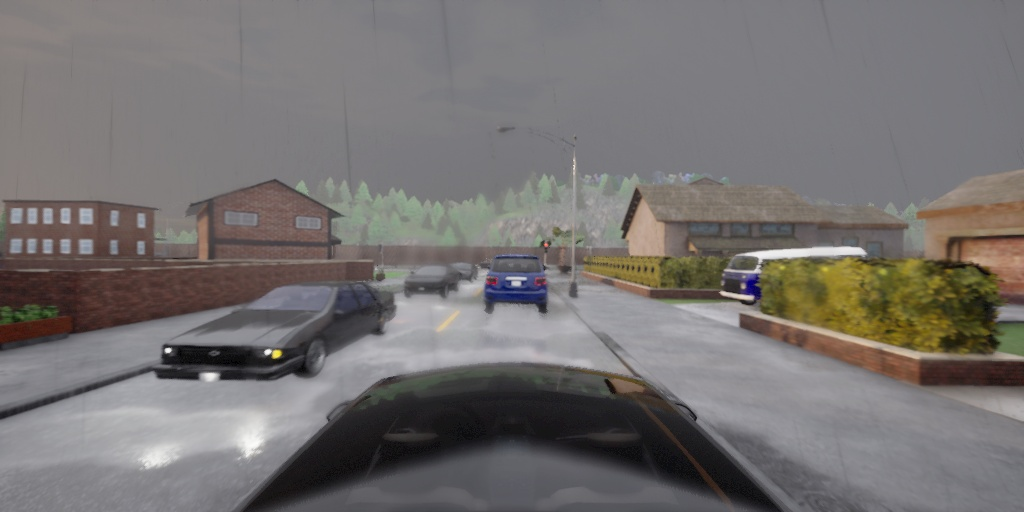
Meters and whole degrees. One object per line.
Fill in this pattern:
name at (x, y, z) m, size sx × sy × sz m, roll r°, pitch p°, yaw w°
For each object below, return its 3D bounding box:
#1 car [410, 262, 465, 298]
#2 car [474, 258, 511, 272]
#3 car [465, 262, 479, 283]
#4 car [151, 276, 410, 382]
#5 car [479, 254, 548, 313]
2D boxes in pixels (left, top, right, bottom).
car at (-3.837, 1.136, 17.901) m, size 1.882 × 1.535 × 5.008 m, roll 1°, pitch 0°, yaw 1°
car at (-2.430, 1.100, 43.387) m, size 1.837 × 1.490 × 4.892 m, roll 5°, pitch -2°, yaw -40°
car at (-3.617, 1.193, 26.755) m, size 1.837 × 1.490 × 4.892 m, roll 1°, pitch 0°, yaw 1°
car at (-4.028, 1.237, 7.490) m, size 2.033 × 1.411 × 5.357 m, roll 1°, pitch 0°, yaw 1°
car at (0.179, 0.937, 13.951) m, size 2.150 × 2.045 × 5.566 m, roll 1°, pitch 0°, yaw 1°
